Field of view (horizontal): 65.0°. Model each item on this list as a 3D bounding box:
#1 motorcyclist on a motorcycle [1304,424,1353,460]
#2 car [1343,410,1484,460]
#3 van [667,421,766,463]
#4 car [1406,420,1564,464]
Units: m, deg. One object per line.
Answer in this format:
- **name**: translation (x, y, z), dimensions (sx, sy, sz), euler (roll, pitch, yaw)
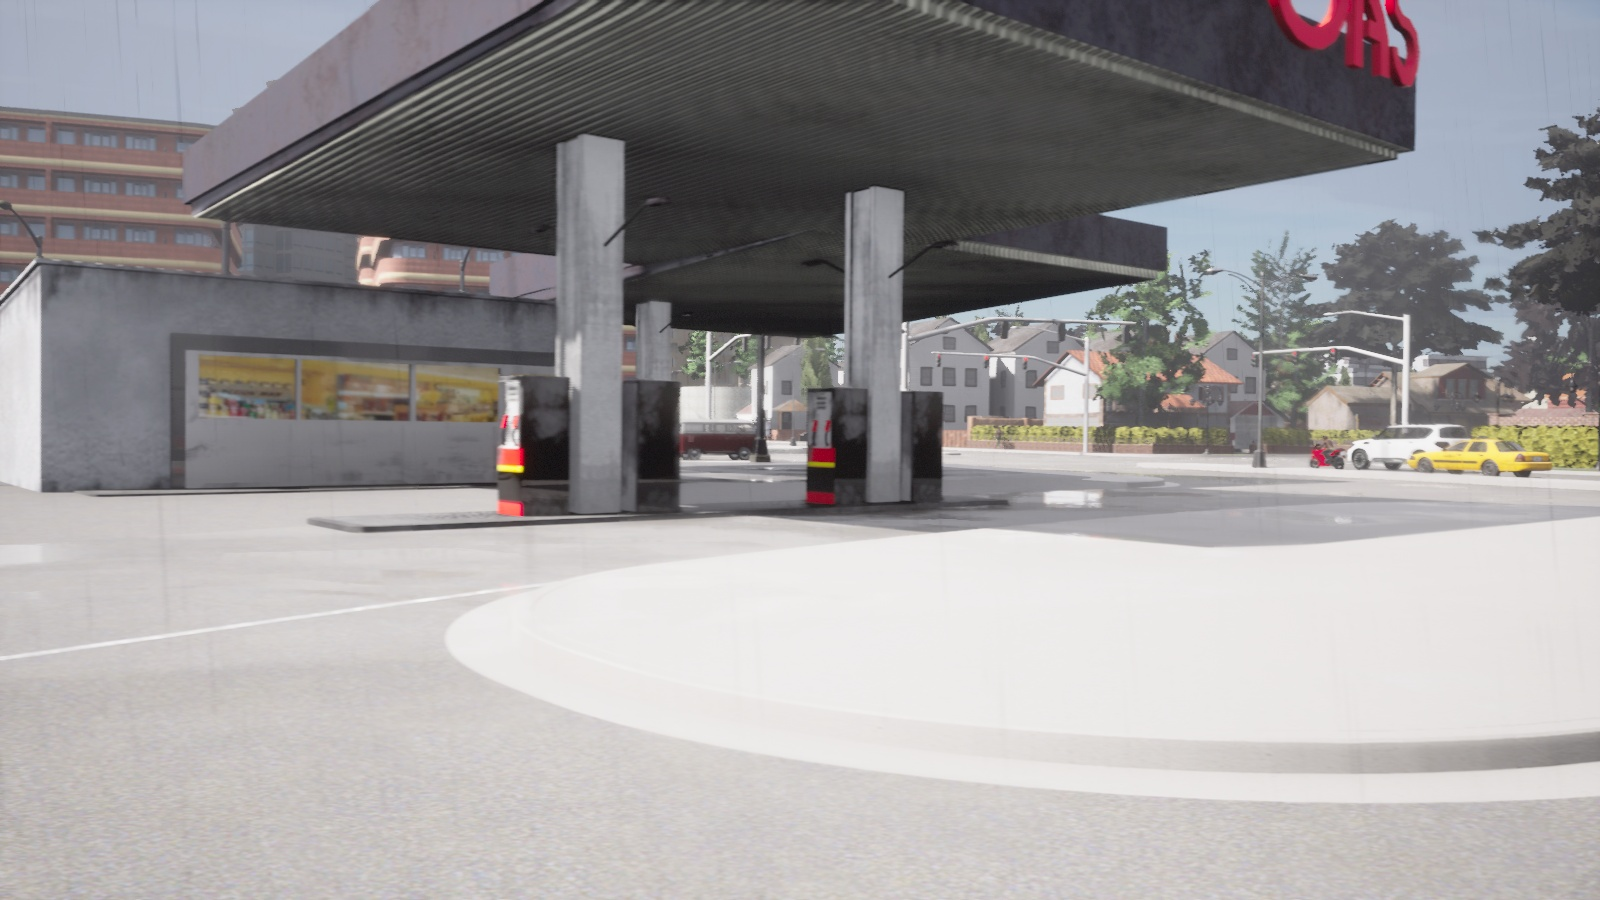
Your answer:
- **motorcyclist on a motorcycle**: translation (23.091, -0.362, 54.907), dimensions (0.797, 1.523, 2.044), euler (-1, 1, -21)
- **car**: translation (26.782, -0.668, 55.056), dimensions (2.150, 2.045, 5.566), euler (-1, 1, -21)
- **van**: translation (-4.067, -0.400, 61.245), dimensions (4.442, 1.987, 1.775), euler (-1, 1, -22)
- **car**: translation (25.886, -0.318, 47.691), dimensions (1.801, 1.575, 5.366), euler (-1, 1, -21)
